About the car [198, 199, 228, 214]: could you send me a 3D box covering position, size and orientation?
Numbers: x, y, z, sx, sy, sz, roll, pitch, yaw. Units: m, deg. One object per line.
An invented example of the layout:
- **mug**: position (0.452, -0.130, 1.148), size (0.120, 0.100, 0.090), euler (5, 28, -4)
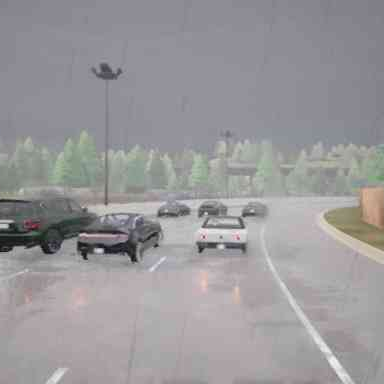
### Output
- **car**: position (1.963, 1.529, 29.832), size (1.837, 1.490, 4.892), euler (0, 0, 19)

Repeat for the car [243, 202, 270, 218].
- **car**: position (5.865, 1.601, 30.342), size (1.994, 1.385, 4.181), euler (0, 0, 20)

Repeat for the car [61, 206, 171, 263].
- **car**: position (-2.379, 1.491, 12.057), size (2.128, 1.511, 4.902), euler (0, 0, 8)

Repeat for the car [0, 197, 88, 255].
- **car**: position (-5.733, 1.211, 13.515), size (2.150, 2.045, 5.566), euler (0, 0, 8)

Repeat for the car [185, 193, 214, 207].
- **car**: position (1.294, 1.257, 53.149), size (2.150, 2.045, 5.566), euler (0, 0, 32)

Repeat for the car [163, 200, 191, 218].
- **car**: position (-1.548, 1.577, 30.301), size (1.994, 1.385, 4.181), euler (0, 0, 19)

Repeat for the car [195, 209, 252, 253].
- **car**: position (1.371, 1.613, 13.763), size (1.895, 1.301, 4.718), euler (0, 0, 9)

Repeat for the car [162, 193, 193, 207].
- **car**: position (-2.288, 1.246, 53.945), size (2.150, 2.045, 5.566), euler (0, 0, 32)
